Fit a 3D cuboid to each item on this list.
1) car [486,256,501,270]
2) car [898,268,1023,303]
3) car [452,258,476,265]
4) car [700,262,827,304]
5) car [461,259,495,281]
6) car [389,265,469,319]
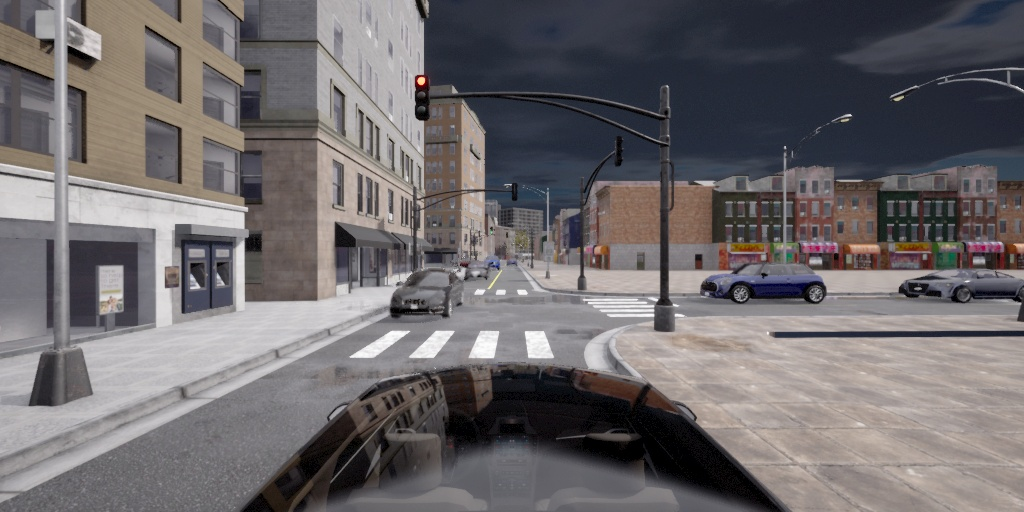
[{"bbox_3d":[-2.819,0.969,51.734,2.150,2.045,5.566,0,0,0],"label":"car"},{"bbox_3d":[19.656,1.232,15.620,4.181,1.385,1.994,0,0,-1],"label":"car"},{"bbox_3d":[-8.095,1.148,61.804,4.553,1.767,2.097,0,0,16],"label":"car"},{"bbox_3d":[10.741,1.053,15.590,4.553,1.767,2.097,0,0,1],"label":"car"},{"bbox_3d":[-2.887,1.244,30.595,2.128,1.511,4.902,0,0,0],"label":"car"},{"bbox_3d":[-2.865,1.254,12.923,1.837,1.490,4.892,0,0,0],"label":"car"}]
